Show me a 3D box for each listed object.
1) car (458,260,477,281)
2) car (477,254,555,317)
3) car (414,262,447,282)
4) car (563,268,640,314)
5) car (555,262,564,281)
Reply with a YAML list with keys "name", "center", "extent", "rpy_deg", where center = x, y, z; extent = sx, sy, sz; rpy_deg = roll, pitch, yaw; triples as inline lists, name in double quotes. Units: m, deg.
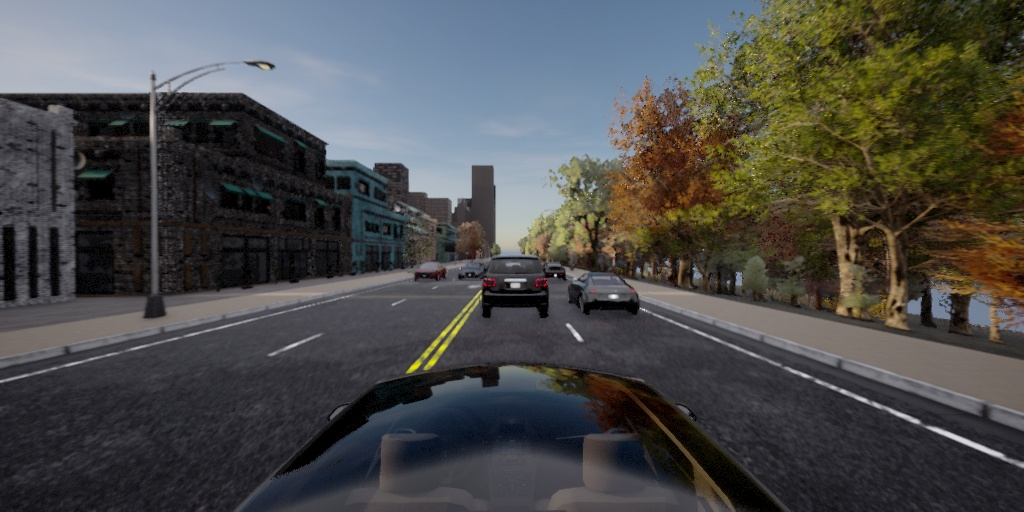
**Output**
- name: "car"
  center: [-3.335, 1.306, 30.308]
  extent: [1.994, 1.385, 4.181]
  rpy_deg: [0, 0, 0]
- name: "car"
  center: [0.105, 0.968, 13.334]
  extent: [2.150, 2.045, 5.566]
  rpy_deg: [0, 0, 0]
- name: "car"
  center: [-6.586, 1.220, 29.418]
  extent: [1.882, 1.535, 5.008]
  rpy_deg: [0, 0, 0]
- name: "car"
  center: [3.356, 1.310, 13.835]
  extent: [1.994, 1.385, 4.181]
  rpy_deg: [0, 0, 0]
- name: "car"
  center: [3.362, 1.246, 30.113]
  extent: [1.837, 1.490, 4.892]
  rpy_deg: [0, 0, 0]
